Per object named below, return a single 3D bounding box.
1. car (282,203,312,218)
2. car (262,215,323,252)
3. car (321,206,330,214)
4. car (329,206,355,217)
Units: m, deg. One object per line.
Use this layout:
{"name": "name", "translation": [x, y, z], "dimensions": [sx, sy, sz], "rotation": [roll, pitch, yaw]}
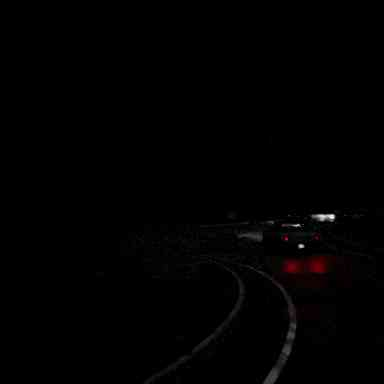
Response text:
{"name": "car", "translation": [12.723, 2.327, 40.149], "dimensions": [2.150, 2.045, 5.566], "rotation": [-1, -1, 36]}
{"name": "car", "translation": [4.793, 2.106, 16.626], "dimensions": [1.895, 1.301, 4.718], "rotation": [-2, -2, 2]}
{"name": "car", "translation": [21.928, 2.847, 52.590], "dimensions": [1.895, 1.301, 4.718], "rotation": [-1, -1, 37]}
{"name": "car", "translation": [20.866, 2.677, 45.416], "dimensions": [2.033, 1.411, 5.357], "rotation": [-1, -1, 36]}
